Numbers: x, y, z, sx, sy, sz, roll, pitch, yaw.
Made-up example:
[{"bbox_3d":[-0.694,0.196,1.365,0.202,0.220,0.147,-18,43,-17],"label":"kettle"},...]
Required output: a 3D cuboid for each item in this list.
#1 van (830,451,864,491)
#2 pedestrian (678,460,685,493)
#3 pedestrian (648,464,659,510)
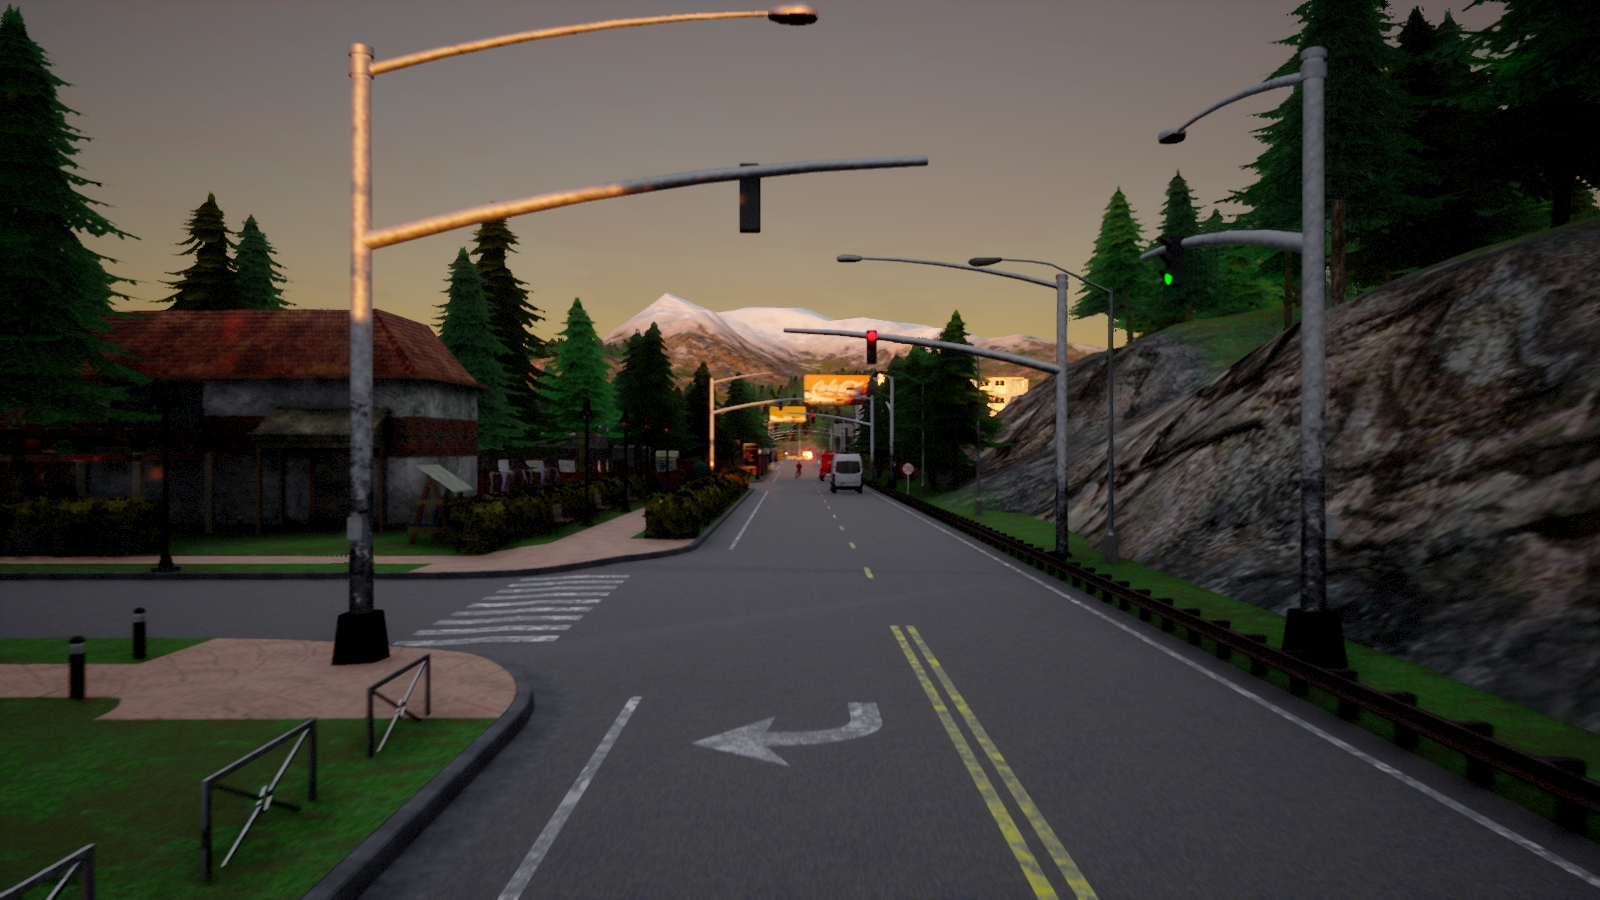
[{"bbox_3d":[3.064,1.340,75.961,1.988,2.561,5.915,0,0,0],"label":"van"},{"bbox_3d":[-6.662,1.502,64.339,0.375,1.860,0.375,0,0,-1],"label":"pedestrian"},{"bbox_3d":[-5.934,1.502,46.346,0.375,1.860,0.375,0,0,1],"label":"pedestrian"}]
